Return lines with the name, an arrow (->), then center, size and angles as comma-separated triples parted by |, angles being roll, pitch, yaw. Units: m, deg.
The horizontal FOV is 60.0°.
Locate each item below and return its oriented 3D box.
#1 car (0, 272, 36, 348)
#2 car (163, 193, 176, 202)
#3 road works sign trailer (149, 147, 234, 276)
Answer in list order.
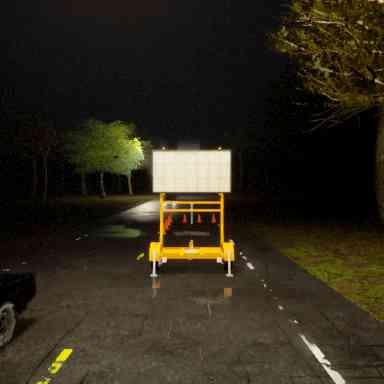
car -> -3.602, 1.597, 3.480 | 1.895, 1.301, 4.718 | 0, 0, 0
car -> -3.536, 0.766, 53.438 | 1.837, 1.490, 4.892 | 0, 2, 0
road works sign trailer -> -0.006, 0.433, 10.176 | 2.380, 3.560, 2.880 | 0, 0, 0
